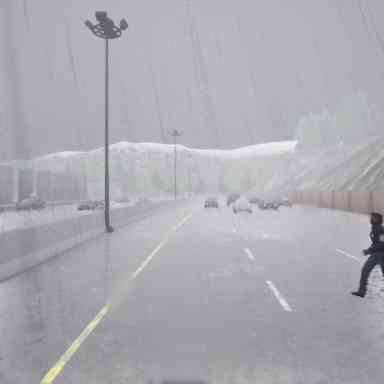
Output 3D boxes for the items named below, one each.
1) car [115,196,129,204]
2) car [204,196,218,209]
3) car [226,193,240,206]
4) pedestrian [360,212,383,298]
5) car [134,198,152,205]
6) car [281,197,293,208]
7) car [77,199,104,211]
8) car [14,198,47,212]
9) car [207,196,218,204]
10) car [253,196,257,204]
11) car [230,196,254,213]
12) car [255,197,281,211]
[{"bbox_3d":[-13.665,1.495,65.030,2.128,1.511,4.902,0,0,4],"label":"car"},{"bbox_3d":[2.741,1.601,46.322,1.895,1.301,4.718,0,0,4],"label":"car"},{"bbox_3d":[6.855,1.221,54.579,2.150,2.045,5.566,0,0,5],"label":"car"},{"bbox_3d":[3.730,1.294,6.725,0.375,1.860,0.375,0,0,2],"label":"pedestrian"},{"bbox_3d":[-7.594,1.601,51.550,1.895,1.301,4.718,0,0,4],"label":"car"},{"bbox_3d":[13.464,1.526,48.870,1.812,1.442,4.674,0,0,5],"label":"car"},{"bbox_3d":[-12.026,1.564,39.687,1.994,1.385,4.181,0,0,4],"label":"car"},{"bbox_3d":[-19.060,1.507,39.477,1.837,1.490,4.892,0,-1,5],"label":"car"},{"bbox_3d":[3.951,1.547,64.213,2.033,1.411,5.357,0,0,4],"label":"car"},{"bbox_3d":[10.399,1.504,55.157,1.837,1.490,4.892,0,0,4],"label":"car"},{"bbox_3d":[5.534,1.525,37.133,1.812,1.442,4.674,0,0,4],"label":"car"},{"bbox_3d":[9.378,1.600,41.438,1.895,1.301,4.718,0,0,5],"label":"car"}]
